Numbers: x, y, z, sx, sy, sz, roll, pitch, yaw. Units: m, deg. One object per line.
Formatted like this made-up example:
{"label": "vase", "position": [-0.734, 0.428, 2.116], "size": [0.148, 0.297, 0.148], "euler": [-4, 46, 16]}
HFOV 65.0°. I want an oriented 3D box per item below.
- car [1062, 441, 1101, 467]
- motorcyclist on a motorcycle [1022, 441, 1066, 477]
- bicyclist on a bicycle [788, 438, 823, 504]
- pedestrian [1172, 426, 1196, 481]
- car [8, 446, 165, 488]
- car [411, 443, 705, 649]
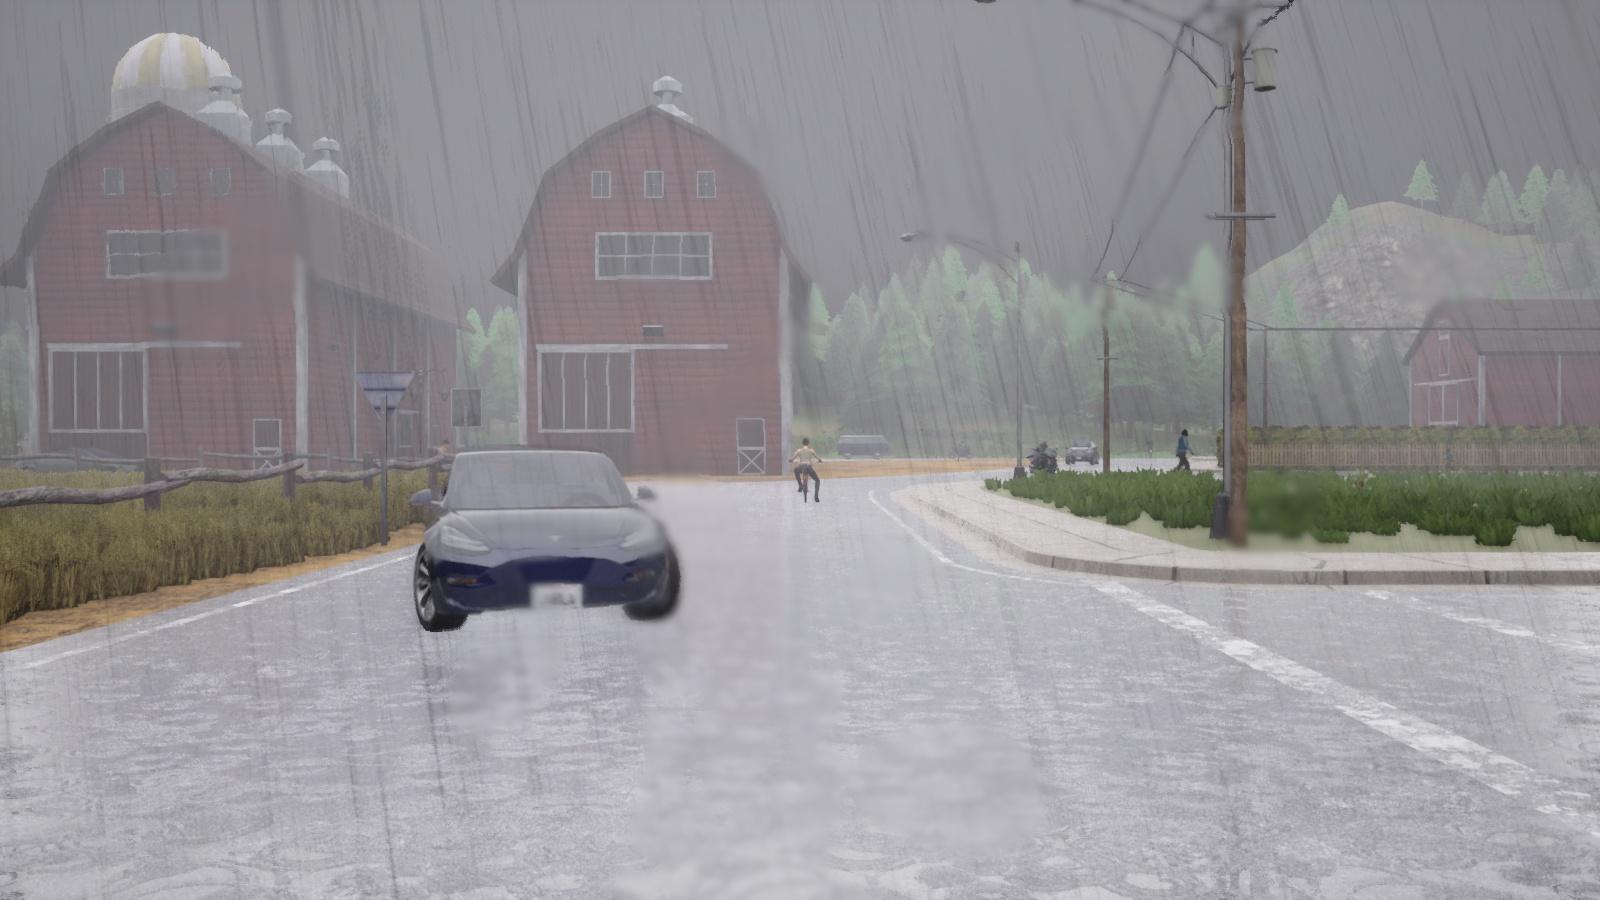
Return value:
{"label": "car", "position": [16.874, 0.196, 75.150], "size": [1.845, 1.501, 3.633], "euler": [0, 1, 19]}
{"label": "motorcyclist on a motorcycle", "position": [10.829, 0.390, 55.805], "size": [0.866, 1.530, 2.191], "euler": [2, 0, -20]}
{"label": "bicyclist on a bicycle", "position": [0.138, 0.505, 31.562], "size": [0.866, 1.612, 1.509], "euler": [0, 0, 0]}
{"label": "pedestrian", "position": [13.612, 0.129, 44.493], "size": [0.692, 1.930, 0.396], "euler": [0, 0, -6]}
{"label": "car", "position": [-24.163, 0.550, 42.647], "size": [4.181, 1.385, 1.994], "euler": [0, 0, -3]}
{"label": "car", "position": [-2.486, 0.678, 11.694], "size": [2.163, 1.488, 4.792], "euler": [0, 0, -17]}
